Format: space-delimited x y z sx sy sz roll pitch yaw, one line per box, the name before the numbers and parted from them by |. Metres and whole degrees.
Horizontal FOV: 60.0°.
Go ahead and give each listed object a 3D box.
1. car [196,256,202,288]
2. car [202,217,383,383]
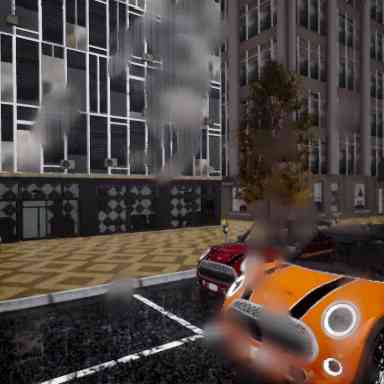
car | 2.054 1.440 8.035 4.097 1.590 1.967 0 -1 -35
car | 2.641 1.352 5.263 4.553 1.767 2.097 0 0 -36
